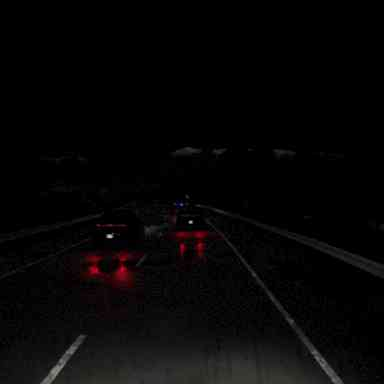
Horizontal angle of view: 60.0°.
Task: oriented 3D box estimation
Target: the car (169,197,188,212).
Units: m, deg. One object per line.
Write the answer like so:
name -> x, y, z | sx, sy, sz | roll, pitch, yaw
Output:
car -> -1.559, 1.601, 41.247 | 2.150, 2.045, 5.566 | 0, -1, -7

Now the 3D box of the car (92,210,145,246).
car -> -3.457, 1.643, 16.223 | 2.128, 1.511, 4.902 | 0, -1, -1

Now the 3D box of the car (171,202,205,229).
car -> -0.177, 1.707, 23.320 | 2.128, 1.511, 4.902 | 0, -1, -2
